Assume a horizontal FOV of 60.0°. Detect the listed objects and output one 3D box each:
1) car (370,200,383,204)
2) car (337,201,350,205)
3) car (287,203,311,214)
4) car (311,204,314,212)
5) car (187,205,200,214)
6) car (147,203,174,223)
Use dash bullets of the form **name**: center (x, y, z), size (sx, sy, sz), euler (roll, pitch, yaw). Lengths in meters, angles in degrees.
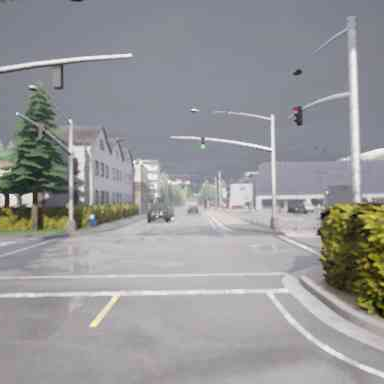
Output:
- **car**: center (19.232, 1.739, 31.742), size (1.905, 1.878, 3.866), euler (-1, -2, 0)
- **car**: center (25.696, 2.407, 56.975), size (2.152, 1.636, 5.027), euler (-1, -2, 0)
- **car**: center (15.608, 2.512, 49.612), size (2.007, 1.523, 4.514), euler (-1, -2, 0)
- **car**: center (19.280, 2.581, 56.656), size (1.970, 1.475, 3.806), euler (-1, -2, 0)
- **car**: center (0.216, 2.948, 56.326), size (2.128, 1.511, 4.902), euler (-1, -2, 0)
- **car**: center (-3.474, 2.176, 35.939), size (2.150, 2.045, 5.566), euler (-1, -2, 0)
